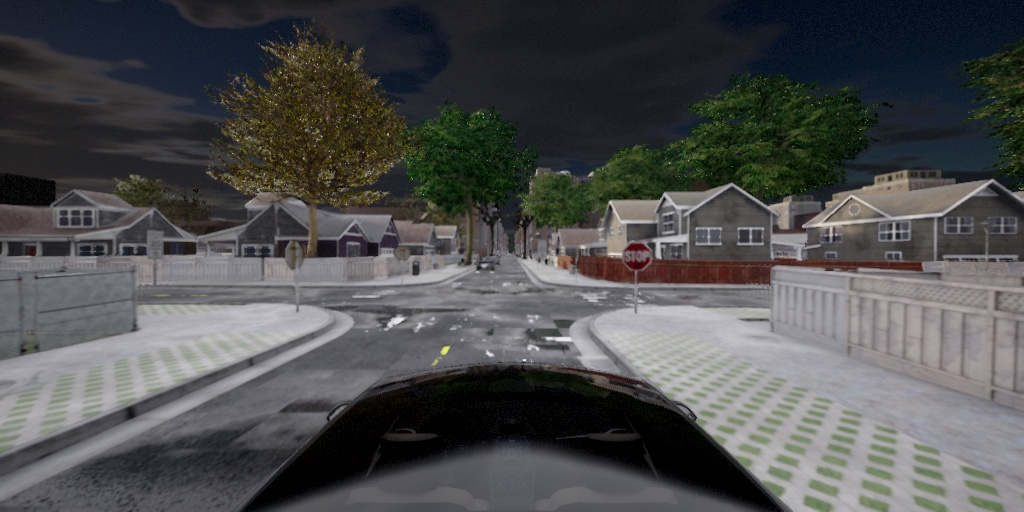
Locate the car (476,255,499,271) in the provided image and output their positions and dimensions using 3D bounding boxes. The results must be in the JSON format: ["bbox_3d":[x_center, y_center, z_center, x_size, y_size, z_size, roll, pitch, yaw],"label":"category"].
[{"bbox_3d":[-2.823,0.842,39.077,2.128,1.511,4.902,0,1,0],"label":"car"}]

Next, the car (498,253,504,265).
[{"bbox_3d":[-2.789,0.679,55.011,2.128,1.511,4.902,0,1,0],"label":"car"}]
